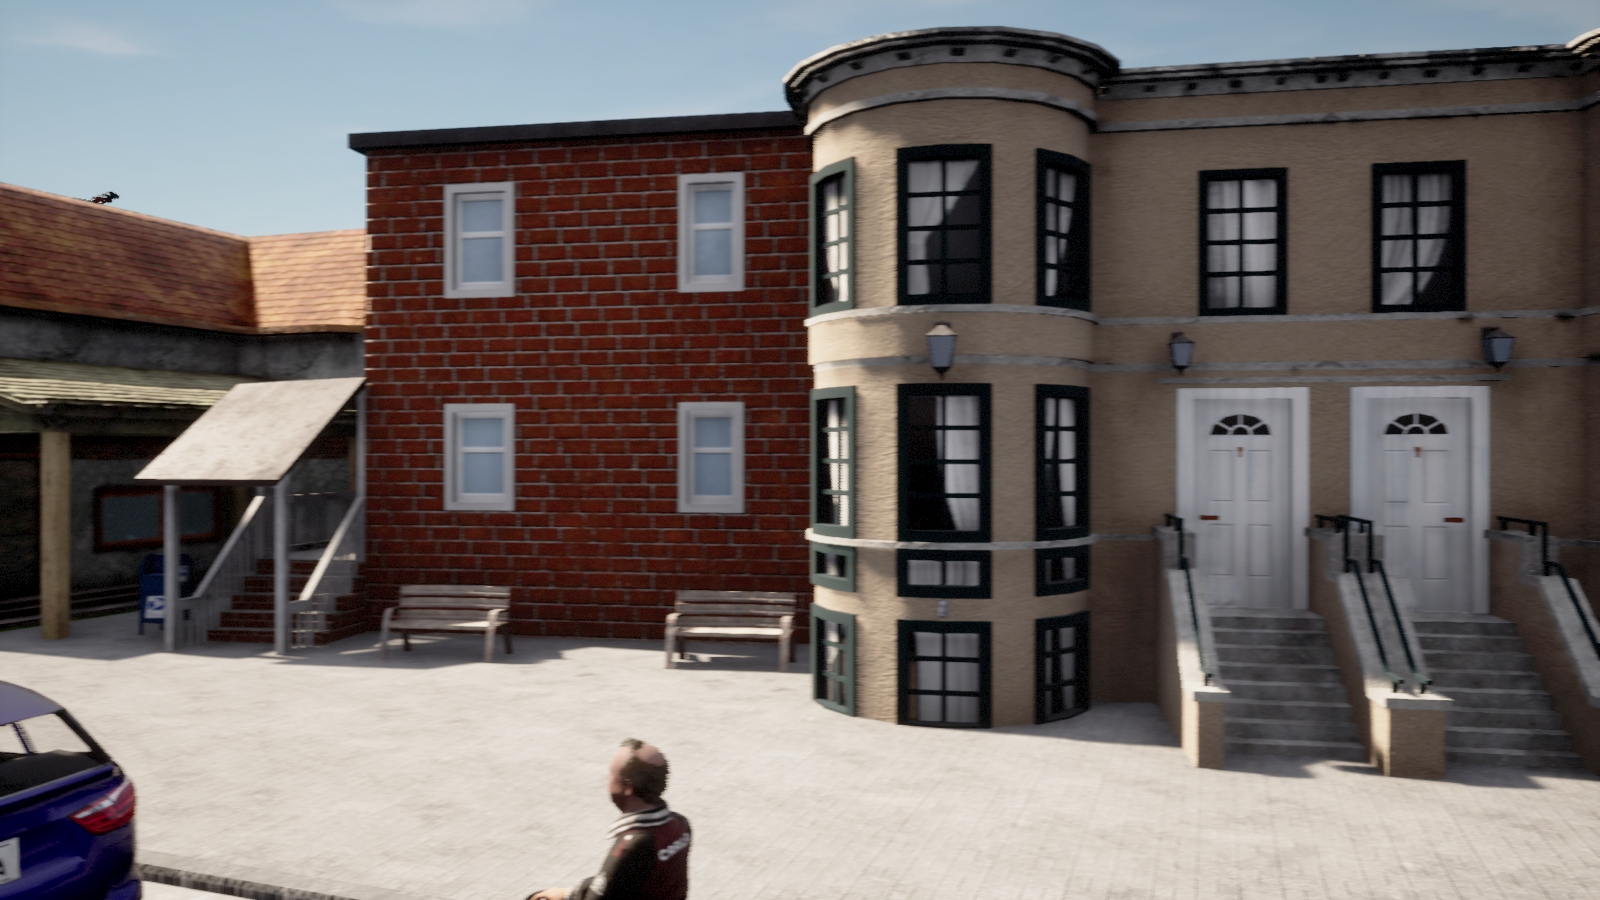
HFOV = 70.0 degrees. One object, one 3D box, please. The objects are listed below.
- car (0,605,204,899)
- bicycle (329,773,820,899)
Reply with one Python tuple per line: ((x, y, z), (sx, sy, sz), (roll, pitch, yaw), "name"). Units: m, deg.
((-5.784, 1.747, 5.938), (4.611, 1.667, 2.242), (0, 0, 20), "car")
((-0.852, 1.940, 4.135), (1.835, 1.271, 0.329), (0, 0, 20), "bicycle")
